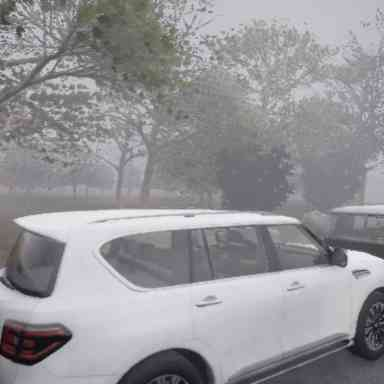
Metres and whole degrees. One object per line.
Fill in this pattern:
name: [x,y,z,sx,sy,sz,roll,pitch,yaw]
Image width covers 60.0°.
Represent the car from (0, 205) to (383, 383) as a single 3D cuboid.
car: [0.459,1.232,4.384,5.566,2.045,2.435,0,0,-33]
